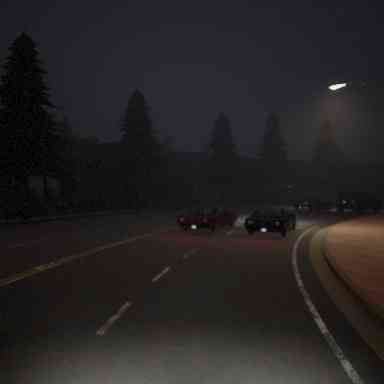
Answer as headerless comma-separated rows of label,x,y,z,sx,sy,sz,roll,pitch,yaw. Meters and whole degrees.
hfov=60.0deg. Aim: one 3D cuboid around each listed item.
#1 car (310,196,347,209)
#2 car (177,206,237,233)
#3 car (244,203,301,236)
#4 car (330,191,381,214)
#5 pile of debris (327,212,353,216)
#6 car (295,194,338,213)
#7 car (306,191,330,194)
car,16.738,1.263,40.711,4.181,1.385,1.994,0,0,-29
car,1.037,1.449,18.764,1.895,1.301,4.718,0,1,25
car,4.297,1.465,17.517,1.895,1.301,4.718,0,1,25
car,15.892,0.991,31.712,5.566,2.045,2.150,0,0,-38
pile of debris,13.210,1.957,29.733,1.860,0.140,1.500,0,1,-42
car,12.009,1.245,32.926,4.902,1.511,2.128,0,0,-41
car,16.535,0.887,44.659,5.566,2.045,2.150,0,0,-27
